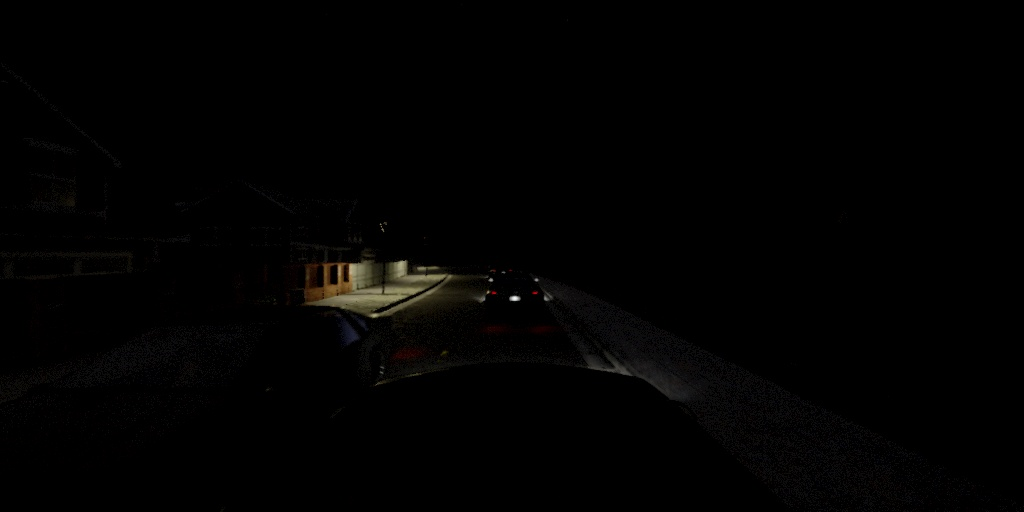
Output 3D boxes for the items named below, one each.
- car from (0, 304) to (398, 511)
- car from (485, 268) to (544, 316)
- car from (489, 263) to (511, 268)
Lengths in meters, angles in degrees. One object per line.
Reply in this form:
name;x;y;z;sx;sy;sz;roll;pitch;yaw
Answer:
car;-2.852;1.295;3.893;2.033;1.411;5.357;0;0;0
car;0.071;1.300;13.238;1.994;1.385;4.181;0;0;0
car;-0.989;1.273;30.321;1.994;1.385;4.181;0;0;-7
